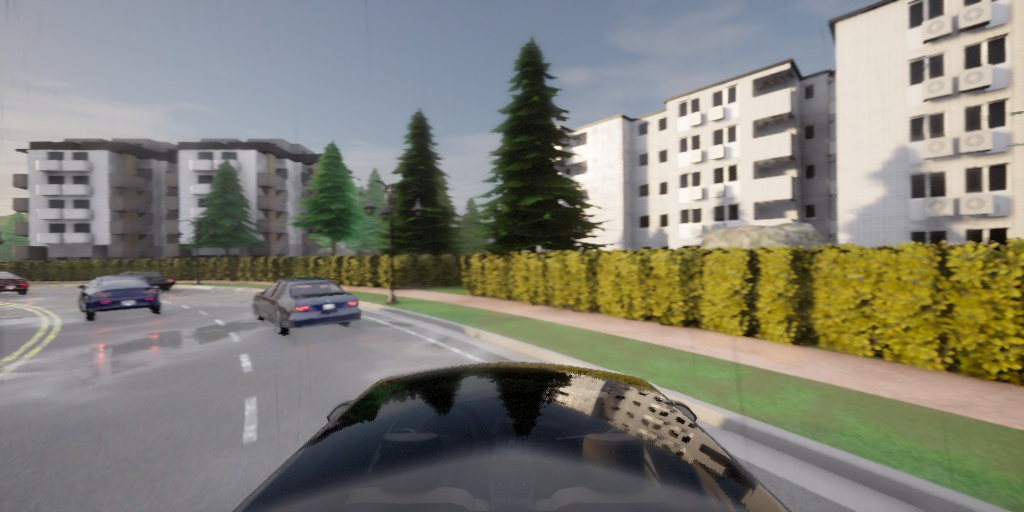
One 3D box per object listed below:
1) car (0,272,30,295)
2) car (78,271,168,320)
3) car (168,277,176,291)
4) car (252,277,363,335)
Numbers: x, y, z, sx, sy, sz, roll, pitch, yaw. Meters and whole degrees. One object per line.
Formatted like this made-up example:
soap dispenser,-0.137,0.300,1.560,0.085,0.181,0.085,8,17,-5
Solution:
car,-31.077,1.656,21.261,4.674,1.442,1.812,-1,0,15
car,-14.878,1.446,13.598,4.674,1.442,1.812,-1,0,37
car,-23.509,1.611,22.488,4.718,1.301,1.895,-1,0,23
car,-6.378,1.351,10.896,2.033,1.411,5.357,-1,0,-44
